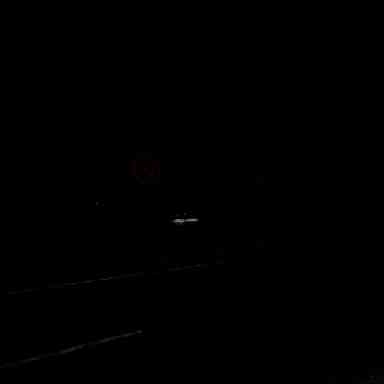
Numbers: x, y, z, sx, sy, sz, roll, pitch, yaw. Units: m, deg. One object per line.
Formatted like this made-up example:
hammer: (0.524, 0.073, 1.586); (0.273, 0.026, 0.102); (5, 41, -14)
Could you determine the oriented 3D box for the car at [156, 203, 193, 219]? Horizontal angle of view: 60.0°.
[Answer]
car: (-1.686, 1.754, 31.033); (1.994, 1.385, 4.181); (1, 0, -32)
